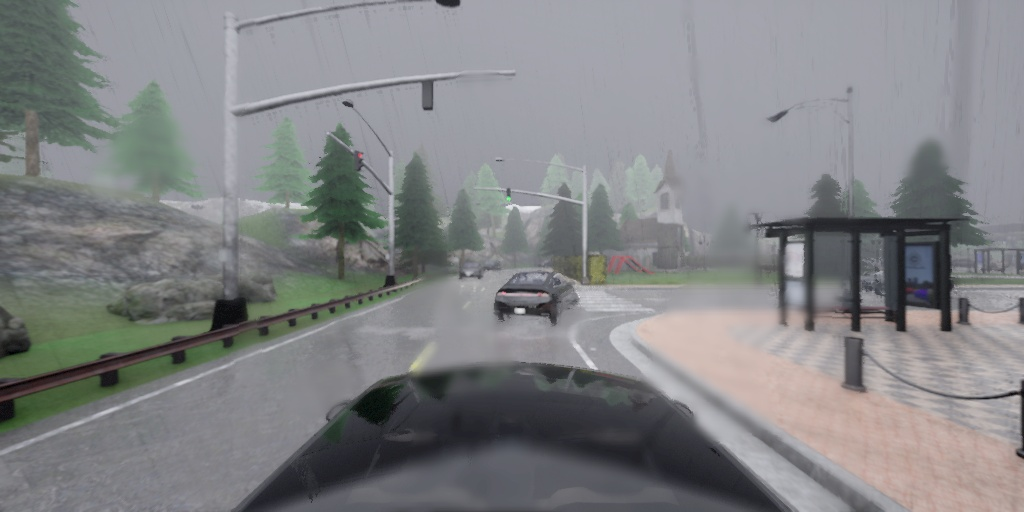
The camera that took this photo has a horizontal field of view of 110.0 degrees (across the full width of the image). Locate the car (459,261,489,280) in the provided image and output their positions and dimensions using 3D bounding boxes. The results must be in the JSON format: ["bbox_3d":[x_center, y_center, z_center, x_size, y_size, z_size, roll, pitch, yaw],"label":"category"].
[{"bbox_3d":[-3.586,1.286,32.281,2.128,1.511,4.902,0,0,0],"label":"car"}]

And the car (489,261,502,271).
[{"bbox_3d":[-2.844,1.371,48.940,2.033,1.411,5.357,0,0,14],"label":"car"}]

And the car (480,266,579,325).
[{"bbox_3d":[0.961,1.253,11.949,2.128,1.511,4.902,0,0,18],"label":"car"}]

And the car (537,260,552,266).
[{"bbox_3d":[6.572,1.409,64.386,4.892,1.490,1.837,0,0,-40],"label":"car"}]

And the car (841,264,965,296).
[{"bbox_3d":[19.925,1.288,18.607,4.674,1.442,1.812,0,0,0],"label":"car"}]
